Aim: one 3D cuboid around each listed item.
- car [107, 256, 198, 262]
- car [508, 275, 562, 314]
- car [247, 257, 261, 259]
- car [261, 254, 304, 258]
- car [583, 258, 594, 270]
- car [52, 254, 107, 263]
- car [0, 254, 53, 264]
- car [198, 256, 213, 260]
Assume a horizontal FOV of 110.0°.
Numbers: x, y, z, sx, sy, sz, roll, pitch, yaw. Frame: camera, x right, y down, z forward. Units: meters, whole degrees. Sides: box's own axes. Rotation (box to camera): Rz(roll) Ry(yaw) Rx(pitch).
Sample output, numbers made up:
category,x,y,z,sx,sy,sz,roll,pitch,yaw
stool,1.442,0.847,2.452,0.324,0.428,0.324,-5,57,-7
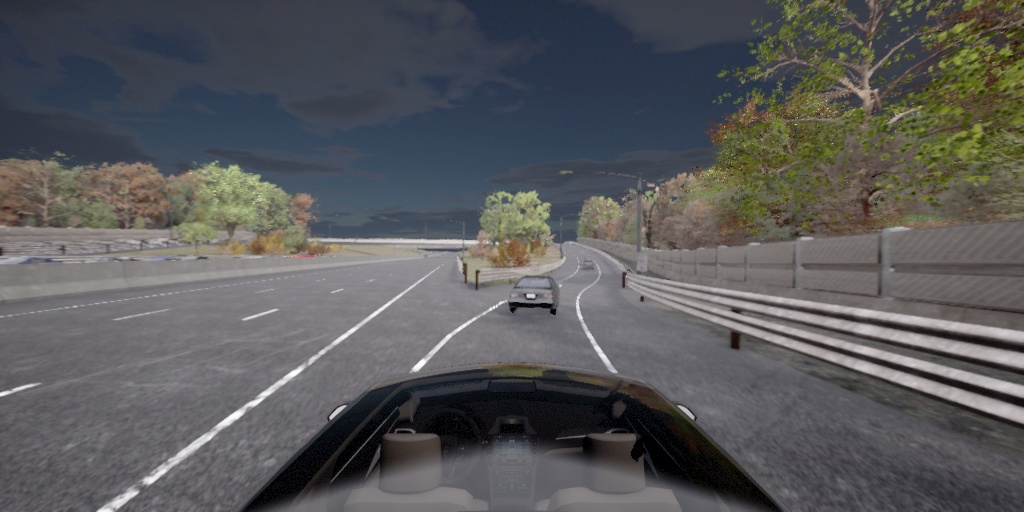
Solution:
category,x,y,z,sx,sy,sz,roll,pitch,yaw
car,-26.297,0.808,26.534,1.882,1.535,5.008,1,0,-9
car,1.073,1.518,15.225,2.033,1.411,5.357,1,-1,9
car,-32.640,0.795,45.137,1.895,1.301,4.718,1,0,-8
car,-29.224,0.780,45.955,2.033,1.411,5.357,1,0,-8
car,12.751,1.567,59.688,2.033,1.411,5.357,1,2,12
car,-29.829,0.780,26.493,2.128,1.511,4.902,1,0,-9
car,-33.024,0.784,24.202,1.812,1.442,4.674,1,0,-9
car,-35.420,0.703,39.988,1.812,1.442,4.674,1,0,-8
